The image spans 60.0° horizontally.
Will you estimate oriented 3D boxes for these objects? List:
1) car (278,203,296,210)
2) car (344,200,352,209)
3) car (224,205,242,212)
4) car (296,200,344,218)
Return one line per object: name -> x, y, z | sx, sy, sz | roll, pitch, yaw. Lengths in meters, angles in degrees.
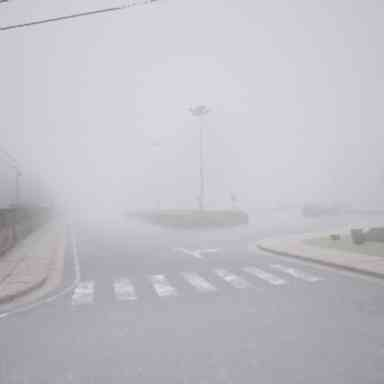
car -> 18.765, 2.946, 66.233 | 4.193, 1.474, 1.816 | -1, -2, -20
car -> 24.035, 2.213, 53.830 | 3.866, 1.878, 1.905 | -1, -2, -20
car -> 7.150, 3.176, 60.577 | 3.905, 1.438, 1.784 | -1, -2, -20
car -> 15.222, 2.081, 39.623 | 4.605, 1.855, 1.932 | -1, -2, -20
